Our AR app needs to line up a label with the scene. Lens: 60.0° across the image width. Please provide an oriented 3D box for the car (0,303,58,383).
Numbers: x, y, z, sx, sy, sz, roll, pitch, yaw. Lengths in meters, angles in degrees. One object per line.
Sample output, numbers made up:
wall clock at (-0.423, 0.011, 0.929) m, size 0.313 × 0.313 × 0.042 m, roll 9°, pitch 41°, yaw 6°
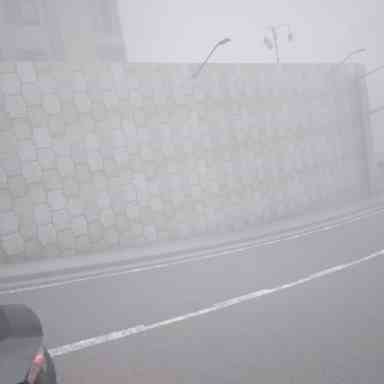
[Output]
car at (-3.290, 1.500, 1.643) m, size 4.902 × 1.511 × 2.128 m, roll 0°, pitch 0°, yaw -36°

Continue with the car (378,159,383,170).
car at (20.217, -3.018, 31.863) m, size 1.994 × 1.385 × 4.181 m, roll -15°, pitch 9°, yaw -35°
